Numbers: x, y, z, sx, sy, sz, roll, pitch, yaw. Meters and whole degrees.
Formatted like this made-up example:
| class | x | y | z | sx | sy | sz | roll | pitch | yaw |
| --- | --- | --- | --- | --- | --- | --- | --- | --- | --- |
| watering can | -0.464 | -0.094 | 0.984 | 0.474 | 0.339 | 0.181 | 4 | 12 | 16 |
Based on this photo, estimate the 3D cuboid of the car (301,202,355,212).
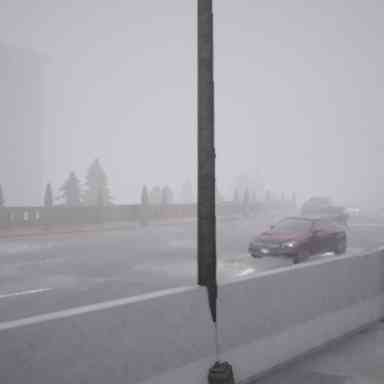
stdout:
| class | x | y | z | sx | sy | sz | roll | pitch | yaw |
| --- | --- | --- | --- | --- | --- | --- | --- | --- | --- |
| car | 9.246 | 1.693 | 22.559 | 1.837 | 1.490 | 4.892 | 0 | 0 | 40 |

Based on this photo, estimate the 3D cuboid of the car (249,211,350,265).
| class | x | y | z | sx | sy | sz | roll | pitch | yaw |
| --- | --- | --- | --- | --- | --- | --- | --- | --- | --- |
| car | 4.018 | 1.620 | 12.127 | 4.674 | 1.442 | 1.812 | 0 | -1 | -43 |

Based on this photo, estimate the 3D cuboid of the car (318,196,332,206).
| class | x | y | z | sx | sy | sz | roll | pitch | yaw |
| --- | --- | --- | --- | --- | --- | --- | --- | --- | --- |
| car | 28.117 | 1.888 | 70.515 | 2.150 | 2.045 | 5.566 | 0 | -1 | 17 |

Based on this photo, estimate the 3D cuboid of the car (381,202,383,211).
| class | x | y | z | sx | sy | sz | roll | pitch | yaw |
| --- | --- | --- | --- | --- | --- | --- | --- | --- | --- |
| car | 27.495 | 1.929 | 46.152 | 1.812 | 1.442 | 4.674 | 0 | -1 | 22 |

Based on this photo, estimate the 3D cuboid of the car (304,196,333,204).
| class | x | y | z | sx | sy | sz | roll | pitch | yaw |
| --- | --- | --- | --- | --- | --- | --- | --- | --- | --- |
| car | 12.345 | 1.508 | 32.346 | 2.150 | 2.045 | 5.566 | 0 | -1 | 33 |

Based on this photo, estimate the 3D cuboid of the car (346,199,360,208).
| class | x | y | z | sx | sy | sz | roll | pitch | yaw |
| --- | --- | --- | --- | --- | --- | --- | --- | --- | --- |
| car | 28.024 | 2.037 | 58.297 | 2.128 | 1.511 | 4.902 | 0 | -1 | 18 |
